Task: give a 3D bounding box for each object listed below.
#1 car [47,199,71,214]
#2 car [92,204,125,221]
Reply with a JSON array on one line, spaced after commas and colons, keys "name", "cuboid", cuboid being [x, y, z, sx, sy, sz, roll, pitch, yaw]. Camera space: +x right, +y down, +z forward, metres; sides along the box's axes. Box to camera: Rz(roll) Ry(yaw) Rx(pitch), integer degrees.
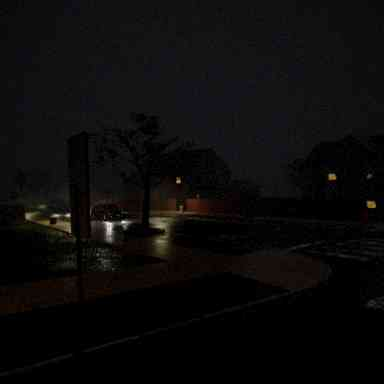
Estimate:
[{"name": "car", "cuboid": [-18.785, 1.991, 46.776, 2.150, 2.045, 5.566, -3, 1, -36]}, {"name": "car", "cuboid": [-8.013, 1.900, 31.671, 1.837, 1.490, 4.892, -3, 1, -36]}]
